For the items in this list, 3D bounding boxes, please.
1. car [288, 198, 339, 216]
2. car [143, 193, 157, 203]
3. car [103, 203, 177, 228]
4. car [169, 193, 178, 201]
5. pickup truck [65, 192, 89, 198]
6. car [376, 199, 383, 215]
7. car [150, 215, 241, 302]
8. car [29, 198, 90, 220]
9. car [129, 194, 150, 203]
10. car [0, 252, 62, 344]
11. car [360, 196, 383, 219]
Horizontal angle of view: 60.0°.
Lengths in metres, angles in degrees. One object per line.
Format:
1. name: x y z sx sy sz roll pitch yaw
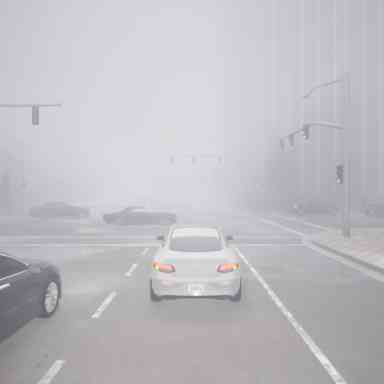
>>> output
1. car: 11.770 1.352 32.461 4.553 1.767 2.097 0 0 0
2. car: -7.946 1.221 57.819 2.150 2.045 5.566 0 0 -1
3. car: -3.237 1.601 21.647 4.718 1.301 1.895 0 0 0
4. car: -4.752 1.225 85.440 2.150 2.045 5.566 0 0 -1
5. pickup truck: -24.662 1.059 70.217 2.390 2.098 6.274 0 0 30
6. car: 20.995 1.478 32.527 5.008 1.535 1.882 0 0 0
7. car: 0.077 1.526 8.166 1.812 1.442 4.674 0 0 0
8. car: -10.953 1.526 27.687 4.674 1.442 1.812 0 0 -28
9. car: -7.823 1.491 47.927 2.128 1.511 4.902 0 0 -1
10. car: -3.436 1.505 4.516 1.837 1.490 4.892 0 0 0
11. car: 17.709 1.221 29.005 5.566 2.045 2.150 0 0 0
